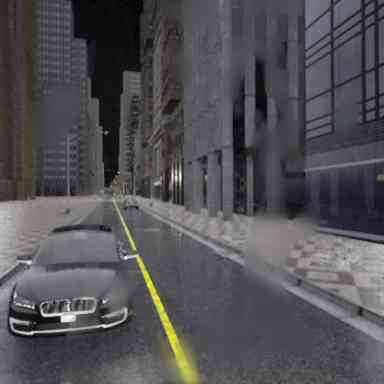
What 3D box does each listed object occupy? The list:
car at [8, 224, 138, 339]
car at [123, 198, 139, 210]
[{"bbox_3d":[-2.298,1.503,6.975,1.837,1.490,4.892,0,0,-14],"label":"car"},{"bbox_3d":[-7.845,1.527,42.500,2.033,1.411,5.357,0,0,-14],"label":"car"}]
